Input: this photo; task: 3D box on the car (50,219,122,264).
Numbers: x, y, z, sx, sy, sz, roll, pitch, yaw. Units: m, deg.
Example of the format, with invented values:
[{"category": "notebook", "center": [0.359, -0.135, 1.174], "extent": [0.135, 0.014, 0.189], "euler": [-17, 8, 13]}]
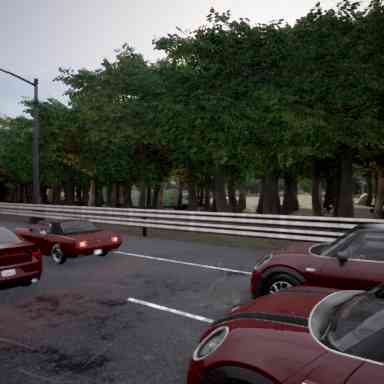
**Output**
[{"category": "car", "center": [-4.729, 1.601, 11.826], "extent": [4.718, 1.301, 1.895], "euler": [0, 0, 37]}]

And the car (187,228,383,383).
[{"category": "car", "center": [2.154, 1.352, 2.527], "extent": [4.553, 1.767, 2.097], "euler": [0, 0, 35]}]

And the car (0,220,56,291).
[{"category": "car", "center": [-5.669, 1.478, 8.175], "extent": [5.008, 1.535, 1.882], "euler": [0, 0, 37]}]

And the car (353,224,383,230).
[{"category": "car", "center": [3.362, 1.352, 5.952], "extent": [4.553, 1.767, 2.097], "euler": [0, 0, 35]}]
